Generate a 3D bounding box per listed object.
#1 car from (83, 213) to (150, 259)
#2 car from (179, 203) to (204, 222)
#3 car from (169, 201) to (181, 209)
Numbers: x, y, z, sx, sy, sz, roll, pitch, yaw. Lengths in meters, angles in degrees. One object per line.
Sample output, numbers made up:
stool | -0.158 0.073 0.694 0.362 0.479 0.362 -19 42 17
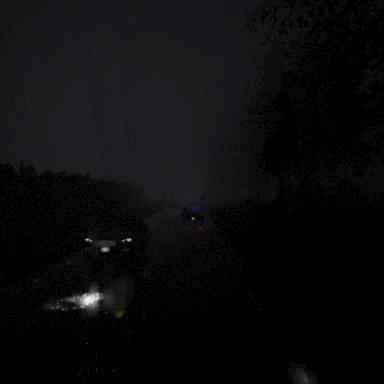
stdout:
car | -2.851 1.646 13.370 2.128 1.511 4.902 0 -1 0
car | 0.099 1.935 29.872 1.895 1.301 4.718 0 -1 0
car | -2.792 2.139 55.902 2.033 1.411 5.357 0 -1 1
